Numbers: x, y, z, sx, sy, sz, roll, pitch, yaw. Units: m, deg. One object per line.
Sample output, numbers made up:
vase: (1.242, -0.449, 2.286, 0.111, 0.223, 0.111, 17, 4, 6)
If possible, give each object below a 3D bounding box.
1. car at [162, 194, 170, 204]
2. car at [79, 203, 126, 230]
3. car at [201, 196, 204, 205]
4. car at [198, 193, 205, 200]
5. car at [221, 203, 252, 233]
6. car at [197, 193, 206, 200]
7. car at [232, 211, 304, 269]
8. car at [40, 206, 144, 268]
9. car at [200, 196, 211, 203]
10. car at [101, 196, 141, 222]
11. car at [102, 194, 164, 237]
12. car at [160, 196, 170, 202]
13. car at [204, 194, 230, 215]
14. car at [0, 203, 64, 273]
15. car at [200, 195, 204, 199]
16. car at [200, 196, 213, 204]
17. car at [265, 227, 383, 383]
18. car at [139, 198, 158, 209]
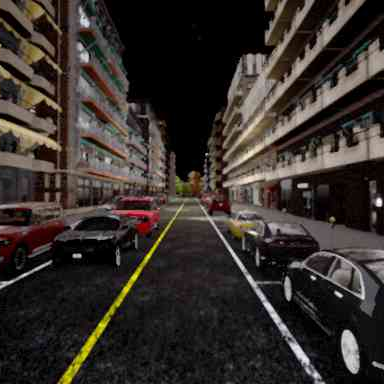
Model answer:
car: (-5.753, 1.263, 60.923, 2.192, 1.841, 5.009, 1, 0, 0)
car: (-5.707, 1.505, 21.778, 1.752, 1.417, 4.829, 1, 0, 0)
car: (2.645, 1.508, 44.197, 2.008, 1.369, 4.403, 1, 0, 0)
car: (2.633, 1.263, 55.332, 2.192, 1.841, 5.009, 1, 0, 0)
car: (2.681, 1.507, 16.528, 1.752, 1.417, 4.829, 1, 0, 0)
car: (2.591, 1.242, 88.741, 2.192, 1.841, 5.009, 1, 0, 0)
car: (2.688, 1.538, 10.790, 2.008, 1.369, 4.403, 1, 0, 0)
car: (-3.102, 1.466, 11.511, 1.882, 1.535, 5.008, 0, 0, 0)
car: (2.617, 1.507, 66.469, 1.947, 1.339, 4.313, 1, 0, 0)
car: (-5.711, 1.289, 27.516, 2.192, 1.841, 5.009, 1, 0, 0)
car: (-3.022, 1.310, 18.148, 2.150, 2.045, 5.566, 0, 0, 0)
car: (-5.771, 1.522, 72.060, 1.802, 1.307, 4.206, 1, 0, 0)
car: (2.662, 1.281, 33.061, 2.192, 1.841, 5.009, 1, 0, 0)
car: (-5.690, 1.306, 10.813, 2.192, 1.841, 5.009, 1, 0, 0)
car: (2.638, 1.497, 49.765, 1.887, 1.381, 4.507, 1, 0, 0)
car: (2.624, 1.495, 60.901, 2.008, 1.369, 4.403, 1, 0, 0)
car: (2.694, 1.544, 5.222, 2.008, 1.369, 4.403, 1, 0, 0)
car: (-5.735, 1.526, 44.221, 1.947, 1.339, 4.313, 1, 0, 0)
